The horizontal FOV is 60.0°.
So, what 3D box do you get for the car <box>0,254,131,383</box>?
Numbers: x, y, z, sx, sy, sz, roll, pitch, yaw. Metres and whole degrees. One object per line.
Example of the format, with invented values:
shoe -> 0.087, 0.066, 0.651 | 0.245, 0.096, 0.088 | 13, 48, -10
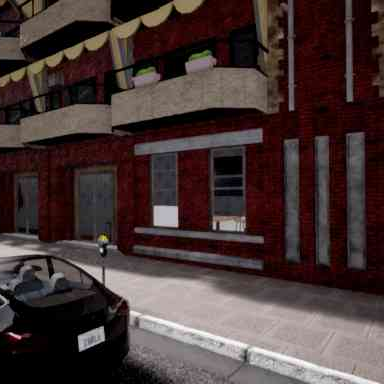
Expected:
car -> -2.739, 1.567, 4.681 | 4.313, 1.339, 1.947 | 0, -1, 35
